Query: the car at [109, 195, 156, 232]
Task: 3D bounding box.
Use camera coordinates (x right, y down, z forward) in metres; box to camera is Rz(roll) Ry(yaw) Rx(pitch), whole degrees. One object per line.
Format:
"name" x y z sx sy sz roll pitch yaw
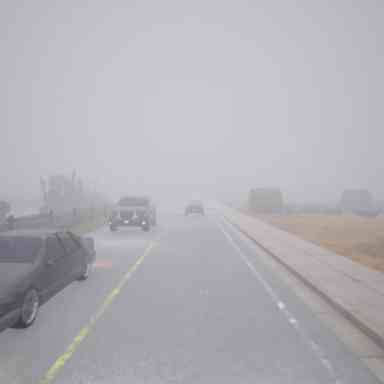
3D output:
"car" -3.492 1.229 20.543 2.150 2.045 5.566 0 0 0

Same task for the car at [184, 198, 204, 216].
"car" 0.240 1.546 32.639 1.812 1.442 4.674 0 0 0

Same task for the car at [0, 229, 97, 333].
"car" -3.577 1.548 7.186 2.033 1.411 5.357 0 0 0

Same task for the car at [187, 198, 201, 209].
"car" 0.299 1.554 46.432 1.812 1.442 4.674 0 0 0
